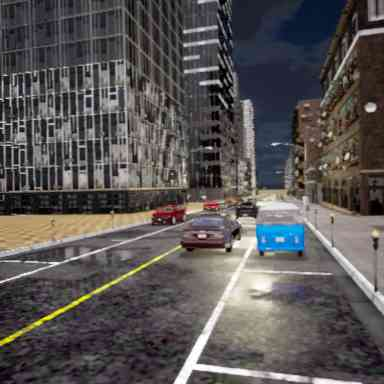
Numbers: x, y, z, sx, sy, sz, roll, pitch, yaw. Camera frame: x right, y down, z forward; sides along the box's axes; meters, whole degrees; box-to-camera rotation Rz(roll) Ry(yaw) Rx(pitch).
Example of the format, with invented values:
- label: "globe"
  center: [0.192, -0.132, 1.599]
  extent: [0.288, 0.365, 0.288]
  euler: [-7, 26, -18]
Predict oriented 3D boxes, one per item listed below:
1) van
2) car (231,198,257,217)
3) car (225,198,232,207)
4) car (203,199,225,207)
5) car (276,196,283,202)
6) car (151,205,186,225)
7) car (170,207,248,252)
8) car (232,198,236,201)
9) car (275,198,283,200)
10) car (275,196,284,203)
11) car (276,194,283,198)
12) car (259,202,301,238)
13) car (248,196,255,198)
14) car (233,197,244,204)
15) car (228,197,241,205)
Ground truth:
- label: "van"
  center: [3.370, 1.354, 12.794]
  extent: [1.690, 1.788, 3.998]
  euler: [-2, -1, 15]
- label: "car"
  center: [4.889, 1.593, 29.068]
  extent: [1.837, 1.490, 4.892]
  euler: [-1, 0, 15]
- label: "car"
  center: [4.019, 1.776, 48.094]
  extent: [2.008, 1.369, 4.403]
  euler: [-2, -1, 15]
- label: "car"
  center: [2.572, 1.760, 42.583]
  extent: [1.887, 1.381, 4.507]
  euler: [-2, -1, 15]
- label: "car"
  center: [22.233, 1.667, 84.596]
  extent: [1.752, 1.417, 4.829]
  euler: [-2, -1, 15]
- label: "car"
  center: [-1.770, 1.736, 26.050]
  extent: [1.887, 1.381, 4.507]
  euler: [-2, -1, 15]
- label: "car"
  center: [0.996, 1.614, 14.251]
  extent: [2.033, 1.411, 5.357]
  euler: [-1, 0, 15]
- label: "car"
  center: [5.467, 1.781, 53.604]
  extent: [1.887, 1.381, 4.507]
  euler: [-2, -1, 15]
- label: "car"
  center: [7.761, 1.559, 29.489]
  extent: [1.752, 1.417, 4.829]
  euler: [-2, -1, 15]
- label: "car"
  center: [19.296, 1.662, 73.410]
  extent: [1.887, 1.381, 4.507]
  euler: [-2, -1, 15]
- label: "car"
  center: [16.444, 1.619, 62.553]
  extent: [1.752, 1.417, 4.829]
  euler: [-2, -1, 15]
- label: "car"
  center: [4.821, 1.459, 18.305]
  extent: [1.967, 1.590, 4.097]
  euler: [-2, -1, 15]
- label: "car"
  center: [12.589, 1.742, 70.208]
  extent: [2.128, 1.511, 4.902]
  euler: [-1, 0, 15]
- label: "car"
  center: [9.810, 1.853, 70.139]
  extent: [1.802, 1.307, 4.206]
  euler: [-2, -1, 15]
- label: "car"
  center: [8.361, 1.804, 64.628]
  extent: [1.887, 1.381, 4.507]
  euler: [-2, -1, 15]
